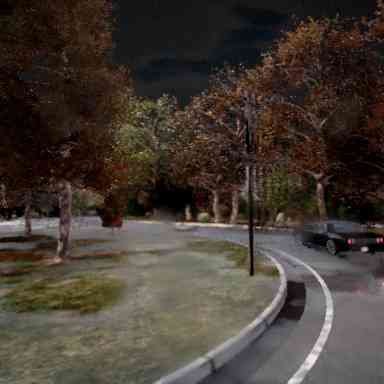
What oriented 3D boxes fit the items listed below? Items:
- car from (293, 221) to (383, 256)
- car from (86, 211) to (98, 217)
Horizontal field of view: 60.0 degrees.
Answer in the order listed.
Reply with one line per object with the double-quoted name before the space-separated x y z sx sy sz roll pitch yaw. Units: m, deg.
"car" 6.377 1.961 15.055 1.895 1.301 4.718 -1 -1 -8
"car" -23.492 5.368 78.028 2.150 2.045 5.566 -1 -6 -9
